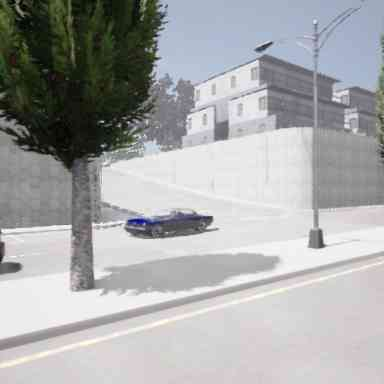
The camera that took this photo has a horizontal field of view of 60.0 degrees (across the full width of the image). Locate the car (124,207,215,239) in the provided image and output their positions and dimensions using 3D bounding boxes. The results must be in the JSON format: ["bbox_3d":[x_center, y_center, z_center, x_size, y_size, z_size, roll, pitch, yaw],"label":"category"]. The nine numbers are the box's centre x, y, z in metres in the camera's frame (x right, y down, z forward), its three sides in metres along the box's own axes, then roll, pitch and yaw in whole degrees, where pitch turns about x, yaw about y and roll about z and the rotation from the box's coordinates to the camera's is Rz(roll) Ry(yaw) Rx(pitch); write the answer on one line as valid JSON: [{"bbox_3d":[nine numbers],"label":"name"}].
[{"bbox_3d":[-1.087,1.507,17.123,4.718,1.301,1.895,-2,2,-43],"label":"car"}]

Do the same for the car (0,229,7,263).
[{"bbox_3d":[-7.562,1.488,8.436,5.008,1.535,1.882,-1,0,-35],"label":"car"}]
